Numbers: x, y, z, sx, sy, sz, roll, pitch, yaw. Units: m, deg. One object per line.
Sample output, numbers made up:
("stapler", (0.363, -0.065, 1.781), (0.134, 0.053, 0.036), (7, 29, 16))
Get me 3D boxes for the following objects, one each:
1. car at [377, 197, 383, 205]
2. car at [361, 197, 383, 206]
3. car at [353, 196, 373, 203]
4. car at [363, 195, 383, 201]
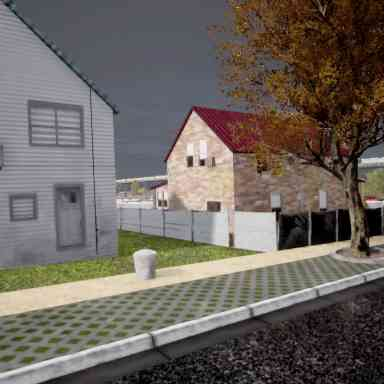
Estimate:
("car", (38.427, 1.657, 64.520), (2.128, 1.511, 4.902), (-2, 0, 0))
("car", (35.182, 1.771, 64.552), (2.128, 1.511, 4.902), (-2, 0, 0))
("car", (38.510, 1.620, 74.947), (1.837, 1.490, 4.892), (-2, -1, 0))
("car", (31.864, 1.546, 59.960), (2.150, 2.045, 5.566), (-2, -1, 1))
